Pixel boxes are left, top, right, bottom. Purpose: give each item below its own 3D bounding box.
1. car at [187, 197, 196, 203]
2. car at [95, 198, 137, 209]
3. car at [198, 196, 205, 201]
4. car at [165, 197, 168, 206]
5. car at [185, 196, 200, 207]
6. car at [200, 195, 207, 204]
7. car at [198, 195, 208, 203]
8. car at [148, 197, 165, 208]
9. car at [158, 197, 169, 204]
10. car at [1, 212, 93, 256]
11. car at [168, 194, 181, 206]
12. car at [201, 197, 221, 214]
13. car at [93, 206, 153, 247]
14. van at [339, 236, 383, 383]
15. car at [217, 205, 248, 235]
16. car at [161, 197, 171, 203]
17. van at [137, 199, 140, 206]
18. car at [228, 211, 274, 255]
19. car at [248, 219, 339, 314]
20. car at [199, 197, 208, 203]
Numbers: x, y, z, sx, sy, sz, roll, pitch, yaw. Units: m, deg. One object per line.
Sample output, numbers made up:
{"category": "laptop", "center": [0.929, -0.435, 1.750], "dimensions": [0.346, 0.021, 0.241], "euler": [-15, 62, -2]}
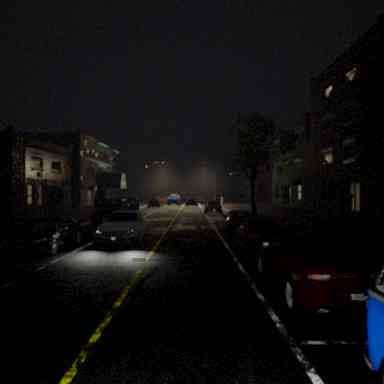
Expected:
{"category": "car", "center": [-0.113, 1.750, 72.017], "dimensions": [1.895, 1.301, 4.718], "euler": [0, 0, 0]}
{"category": "car", "center": [-5.734, 1.394, 24.246], "dimensions": [2.192, 1.841, 5.009], "euler": [-1, 0, 0]}
{"category": "car", "center": [2.545, 1.868, 90.840], "dimensions": [1.802, 1.307, 4.206], "euler": [-1, 0, 0]}
{"category": "car", "center": [-5.783, 1.728, 57.536], "dimensions": [1.887, 1.381, 4.507], "euler": [-1, 0, 0]}
{"category": "car", "center": [-0.088, 1.702, 55.290], "dimensions": [1.812, 1.442, 4.674], "euler": [0, 0, 0]}
{"category": "car", "center": [2.580, 1.783, 68.647], "dimensions": [1.947, 1.339, 4.313], "euler": [-1, 0, 0]}
{"category": "car", "center": [2.560, 1.567, 79.745], "dimensions": [2.192, 1.841, 5.009], "euler": [-1, 0, 0]}
{"category": "car", "center": [-5.776, 1.606, 51.987], "dimensions": [1.967, 1.590, 4.097], "euler": [-1, 0, 0]}
{"category": "car", "center": [-5.800, 1.800, 68.632], "dimensions": [1.802, 1.307, 4.206], "euler": [-1, 0, 0]}
{"category": "car", "center": [-5.714, 1.594, 13.149], "dimensions": [2.008, 1.369, 4.403], "euler": [-1, 0, 0]}
{"category": "car", "center": [-3.139, 1.405, 58.288], "dimensions": [2.150, 2.045, 5.566], "euler": [0, 0, 0]}
{"category": "car", "center": [2.293, 1.643, 36.636], "dimensions": [1.812, 1.442, 4.674], "euler": [0, 0, 0]}
{"category": "car", "center": [-3.125, 1.576, 15.493], "dimensions": [1.812, 1.442, 4.674], "euler": [0, 0, 0]}
{"category": "van", "center": [2.681, 1.348, 2.068], "dimensions": [1.690, 1.788, 3.998], "euler": [-1, 0, 0]}
{"category": "car", "center": [2.658, 1.642, 18.712], "dimensions": [1.802, 1.307, 4.206], "euler": [-1, 0, 0]}
{"category": "car", "center": [-5.810, 1.786, 74.180], "dimensions": [2.008, 1.369, 4.403], "euler": [-1, 0, 0]}
{"category": "van", "center": [-5.743, 1.437, 29.794], "dimensions": [1.690, 1.788, 3.998], "euler": [-1, 0, 0]}
{"category": "car", "center": [2.666, 1.625, 13.164], "dimensions": [1.802, 1.307, 4.206], "euler": [-1, 0, 0]}
{"category": "car", "center": [2.675, 1.570, 7.616], "dimensions": [1.887, 1.381, 4.507], "euler": [-1, 0, 0]}
{"category": "car", "center": [2.571, 1.761, 74.365], "dimensions": [1.752, 1.417, 4.829], "euler": [-1, 0, 0]}
